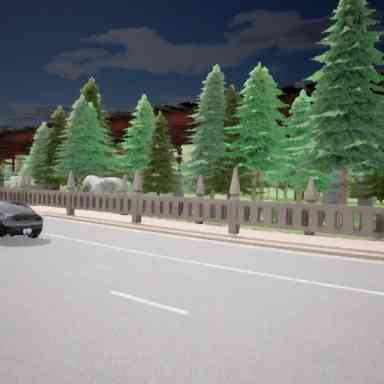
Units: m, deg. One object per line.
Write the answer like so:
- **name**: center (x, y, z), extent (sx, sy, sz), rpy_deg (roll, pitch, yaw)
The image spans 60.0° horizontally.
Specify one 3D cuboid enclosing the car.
- **car**: center (-8.204, 1.137, 14.029), extent (4.892, 1.490, 1.837), rpy_deg (3, 2, 36)
